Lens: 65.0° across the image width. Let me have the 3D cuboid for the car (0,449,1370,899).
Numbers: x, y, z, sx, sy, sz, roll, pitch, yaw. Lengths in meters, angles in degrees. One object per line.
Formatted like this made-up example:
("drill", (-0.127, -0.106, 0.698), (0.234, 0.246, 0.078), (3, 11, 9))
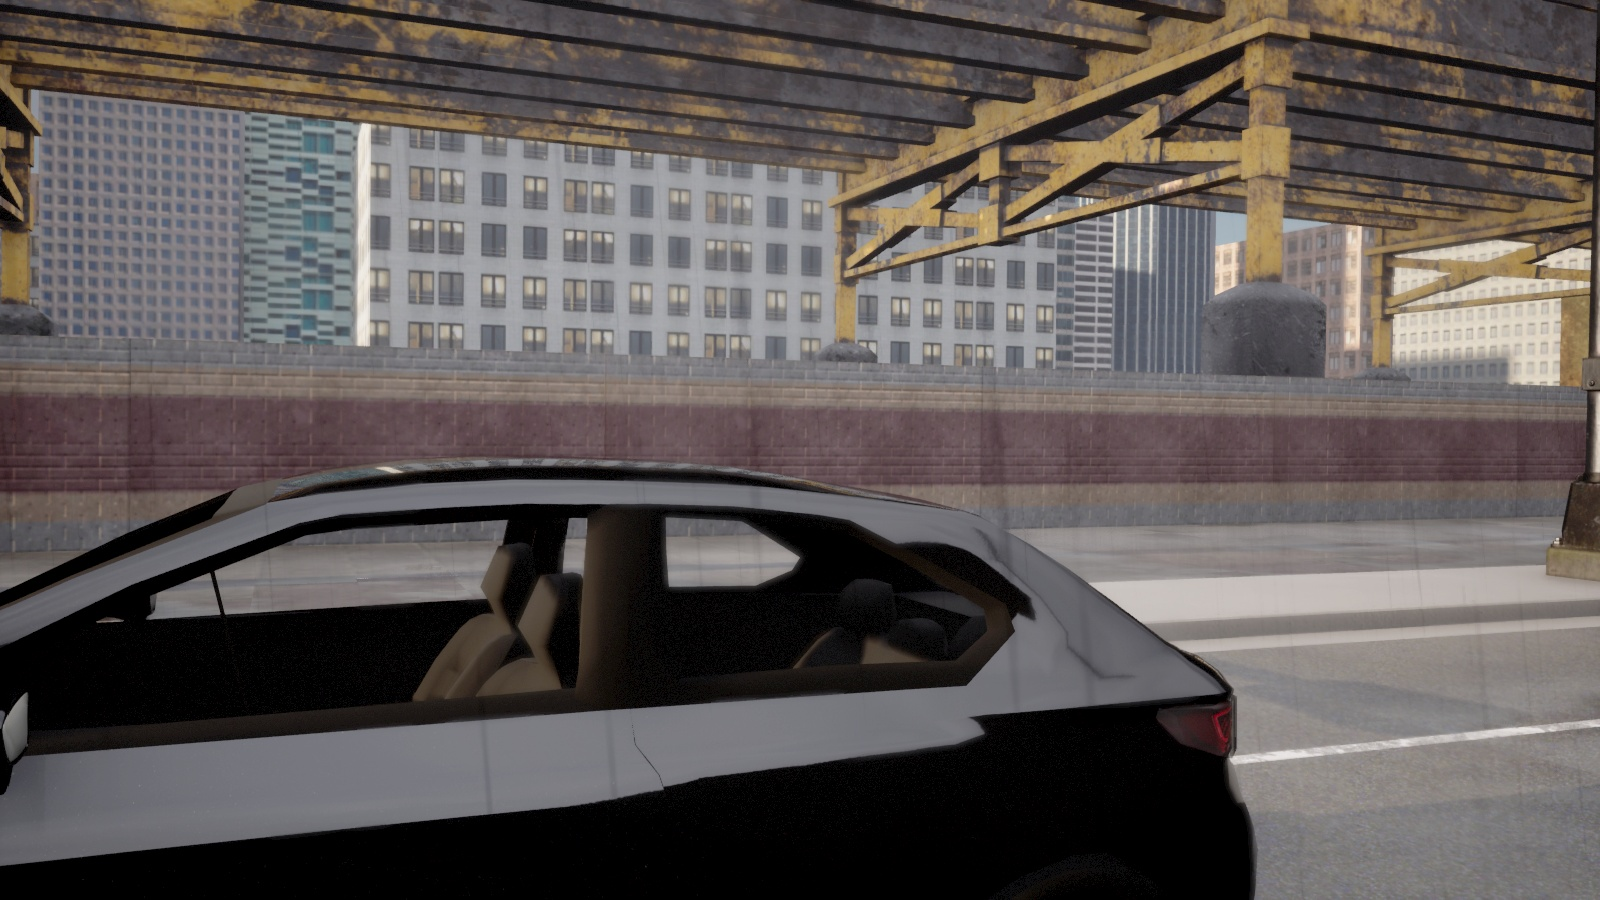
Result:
("car", (-1.042, 0.777, 2.843), (4.193, 1.474, 1.816), (-1, 1, -21))
